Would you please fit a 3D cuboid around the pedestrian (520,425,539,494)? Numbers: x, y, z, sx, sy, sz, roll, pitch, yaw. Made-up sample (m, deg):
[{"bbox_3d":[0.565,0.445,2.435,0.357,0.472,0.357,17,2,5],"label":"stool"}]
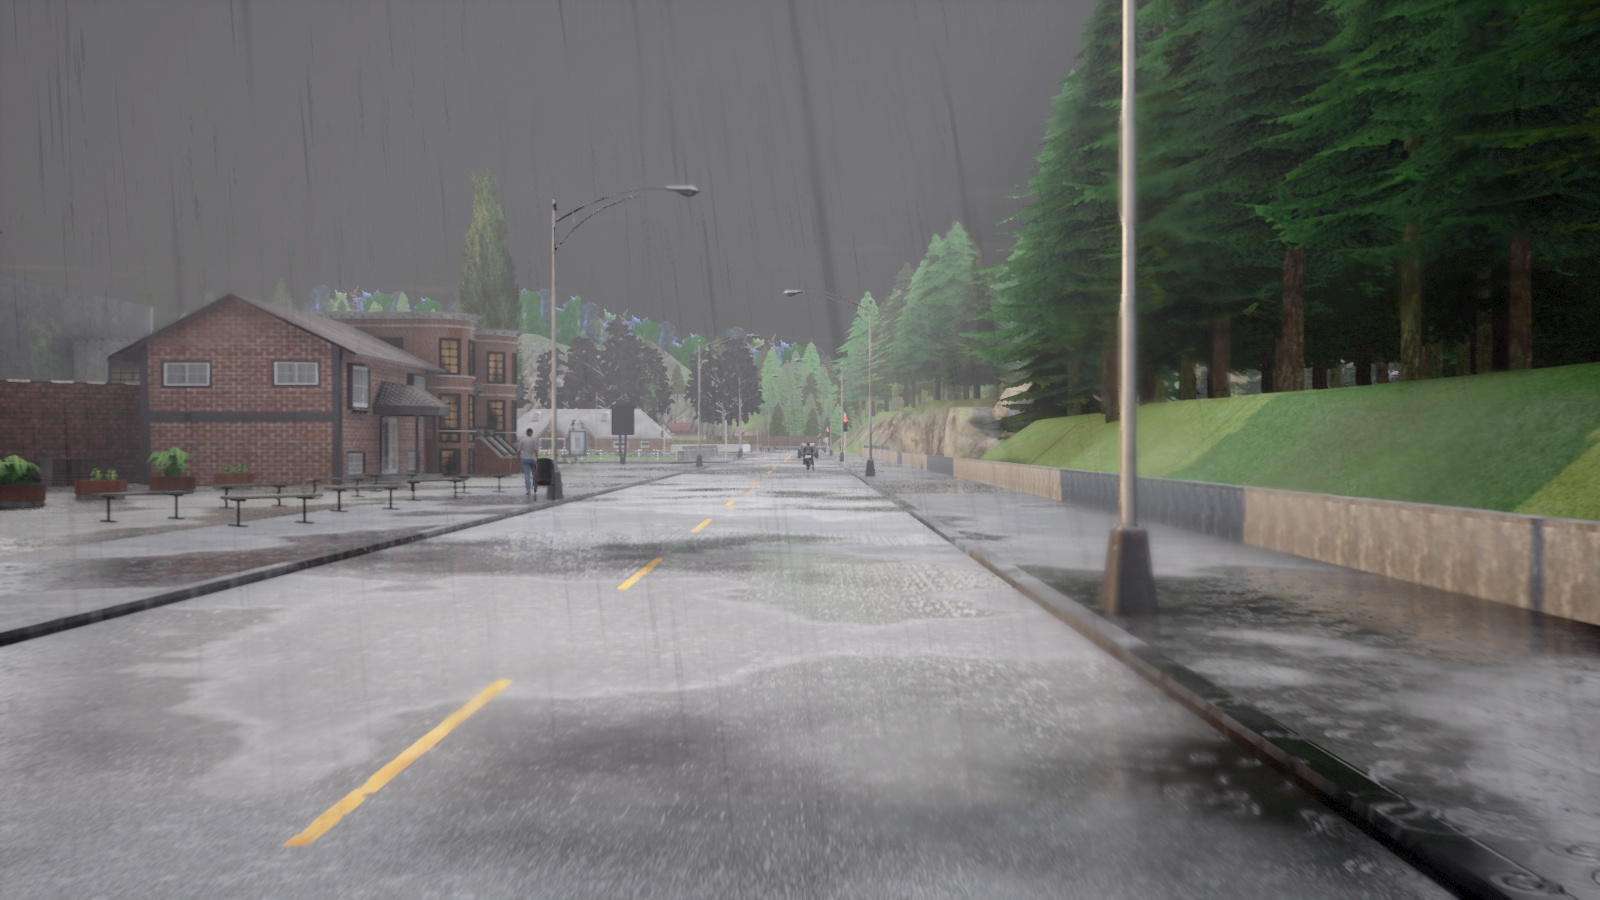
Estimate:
[{"bbox_3d":[-7.288,0.260,33.865,0.354,1.836,0.706,0,0,1],"label":"pedestrian"}]
